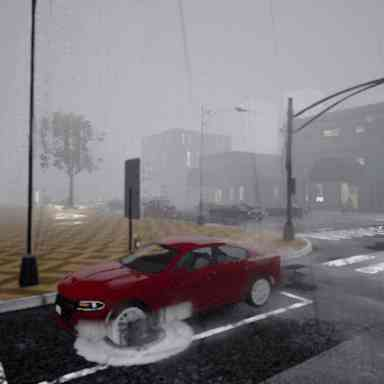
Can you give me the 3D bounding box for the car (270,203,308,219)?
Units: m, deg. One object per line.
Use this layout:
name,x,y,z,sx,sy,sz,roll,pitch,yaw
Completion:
car,8.168,1.692,29.621,2.008,1.369,4.403,1,-1,-35

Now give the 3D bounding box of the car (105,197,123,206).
car,-14.636,1.771,62.299,1.967,1.590,4.097,1,-1,-35

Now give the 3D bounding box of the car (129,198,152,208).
car,-8.271,1.717,53.205,1.967,1.590,4.097,1,-1,-35

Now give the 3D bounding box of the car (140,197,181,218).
car,-2.657,1.489,30.078,1.967,1.590,4.097,1,-1,-35

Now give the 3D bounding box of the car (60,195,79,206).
car,-21.426,1.736,57.384,1.752,1.417,4.829,1,-1,-35

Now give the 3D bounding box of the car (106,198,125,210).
car,-9.881,1.768,45.320,1.895,1.301,4.718,1,-1,-34

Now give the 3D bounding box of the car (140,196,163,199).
car,-5.081,1.566,48.662,2.192,1.841,5.009,1,-1,-35

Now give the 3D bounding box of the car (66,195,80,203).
car,-30.444,1.782,85.113,2.192,1.841,5.009,1,-1,-35

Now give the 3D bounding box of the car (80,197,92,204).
car,-24.218,1.938,76.126,1.752,1.417,4.829,1,-1,-35

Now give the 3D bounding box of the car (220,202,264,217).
car,5.046,1.733,34.127,1.947,1.339,4.313,1,-1,-35

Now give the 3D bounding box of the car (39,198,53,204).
car,-31.008,1.859,71.211,1.947,1.339,4.313,1,-1,-35

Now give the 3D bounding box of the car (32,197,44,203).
car,-37.235,1.872,80.196,1.752,1.417,4.829,1,-1,-35

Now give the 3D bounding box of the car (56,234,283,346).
car,-0.195,1.545,6.368,4.507,1.381,1.887,0,1,-35

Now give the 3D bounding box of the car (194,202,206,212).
car,1.924,1.775,38.630,1.802,1.307,4.206,1,-1,-35

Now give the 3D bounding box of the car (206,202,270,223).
car,3.464,1.656,26.021,1.895,1.301,4.718,1,-1,-35
